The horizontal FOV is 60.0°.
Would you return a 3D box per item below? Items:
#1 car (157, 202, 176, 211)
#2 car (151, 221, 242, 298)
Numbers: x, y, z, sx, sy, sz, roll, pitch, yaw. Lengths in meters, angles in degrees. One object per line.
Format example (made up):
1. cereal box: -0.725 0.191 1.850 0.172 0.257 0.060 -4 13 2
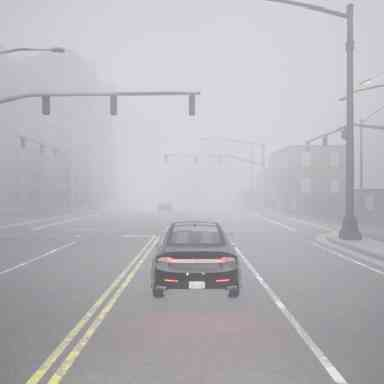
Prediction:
1. car: -3.607 2.055 45.461 1.994 1.385 4.181 0 -4 0
2. car: 0.073 1.492 8.525 2.128 1.511 4.902 0 0 0
